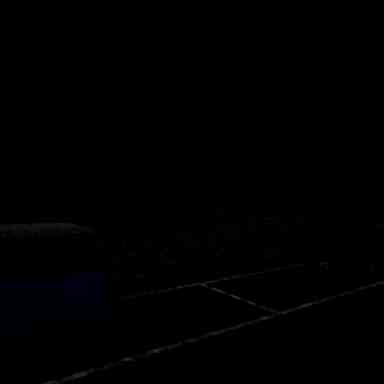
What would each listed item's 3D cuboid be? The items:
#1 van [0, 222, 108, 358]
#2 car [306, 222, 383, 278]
[{"bbox_3d":[-3.140,1.340,4.406,3.998,1.788,1.690,1,0,-35],"label":"van"},{"bbox_3d":[5.472,1.669,10.542,4.313,1.339,1.947,1,0,-35],"label":"car"}]
